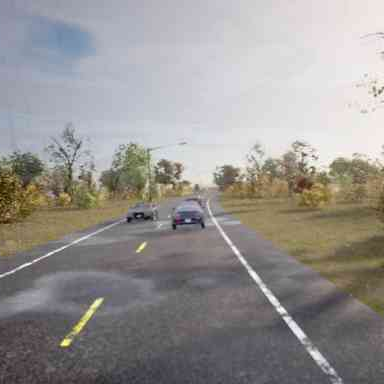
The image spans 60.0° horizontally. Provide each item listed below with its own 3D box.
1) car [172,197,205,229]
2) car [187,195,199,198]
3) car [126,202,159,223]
[{"bbox_3d":[-0.197,1.306,19.842,1.812,1.442,4.674,-3,1,1],"label":"car"},{"bbox_3d":[0.166,1.061,38.252,2.128,1.511,4.902,-3,1,2],"label":"car"},{"bbox_3d":[-3.690,1.480,25.211,1.994,1.385,4.181,-3,1,1],"label":"car"}]
